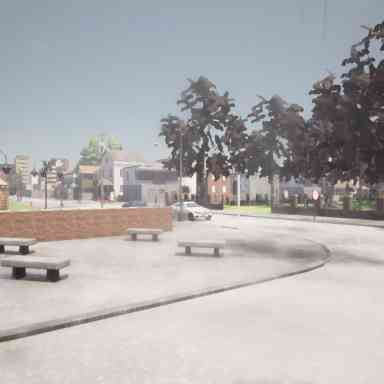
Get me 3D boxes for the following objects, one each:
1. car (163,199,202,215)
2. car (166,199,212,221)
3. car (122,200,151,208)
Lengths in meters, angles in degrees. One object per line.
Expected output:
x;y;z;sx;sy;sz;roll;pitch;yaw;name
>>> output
-1.114;1.506;35.613;1.837;1.490;4.892;0;0;-36;car
-0.289;1.527;27.266;1.812;1.442;4.674;0;0;-36;car
-5.887;1.565;35.149;1.994;1.385;4.181;0;0;-35;car
